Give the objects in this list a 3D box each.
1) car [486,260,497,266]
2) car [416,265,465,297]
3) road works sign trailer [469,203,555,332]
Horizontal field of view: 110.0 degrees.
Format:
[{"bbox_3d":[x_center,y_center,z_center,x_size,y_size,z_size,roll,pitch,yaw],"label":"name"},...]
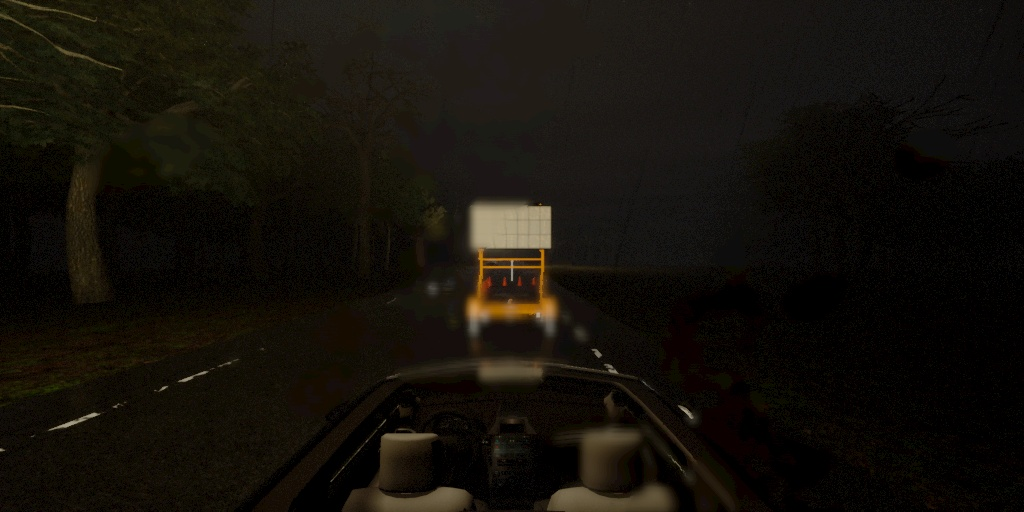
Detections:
[{"bbox_3d":[-3.488,1.075,62.140,2.033,1.411,5.357,0,0,0],"label":"car"},{"bbox_3d":[-3.596,1.233,18.715,1.837,1.490,4.892,0,0,0],"label":"car"},{"bbox_3d":[0.002,0.210,10.797,2.380,3.560,2.880,0,0,0],"label":"road works sign trailer"}]
